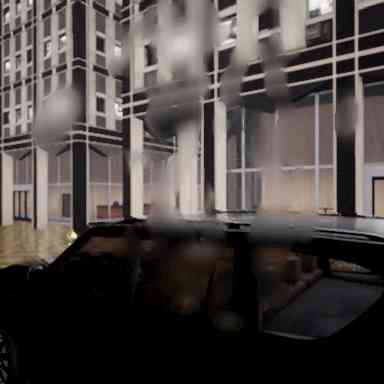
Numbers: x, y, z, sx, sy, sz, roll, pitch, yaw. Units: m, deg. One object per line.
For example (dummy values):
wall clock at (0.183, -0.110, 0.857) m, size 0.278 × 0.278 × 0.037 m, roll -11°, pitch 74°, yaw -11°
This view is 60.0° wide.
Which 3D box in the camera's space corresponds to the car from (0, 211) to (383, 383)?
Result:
car at (-0.130, 1.233, 3.484) m, size 5.566 × 2.045 × 2.150 m, roll 0°, pitch 0°, yaw 36°
